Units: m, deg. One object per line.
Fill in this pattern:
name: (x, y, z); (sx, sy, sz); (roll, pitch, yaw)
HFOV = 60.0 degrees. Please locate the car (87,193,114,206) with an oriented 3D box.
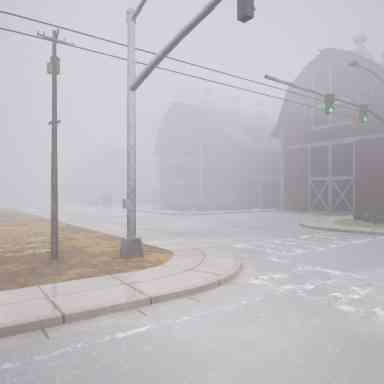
car: (-13.846, 1.118, 50.577); (3.866, 1.878, 1.905); (-2, 5, 11)
